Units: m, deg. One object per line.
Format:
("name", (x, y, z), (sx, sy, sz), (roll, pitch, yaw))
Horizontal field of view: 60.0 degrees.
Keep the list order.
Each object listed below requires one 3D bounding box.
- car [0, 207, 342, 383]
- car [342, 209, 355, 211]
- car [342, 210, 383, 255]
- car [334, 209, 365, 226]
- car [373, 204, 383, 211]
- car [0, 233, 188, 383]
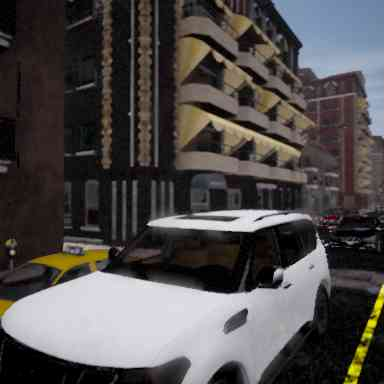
("car", (0.317, 1.313, 4.546), (2.150, 2.045, 5.566), (-1, -1, 34))
("car", (10.612, 1.928, 24.318), (1.967, 1.590, 4.097), (-1, -1, 34))
("car", (7.602, 1.809, 15.082), (1.837, 1.490, 4.892), (-1, -1, 35))
("car", (13.784, 2.165, 28.987), (1.802, 1.307, 4.206), (-1, -1, 34))
("car", (29.645, 2.616, 52.352), (2.008, 1.369, 4.403), (-1, -1, 34))
("car", (-2.173, 1.632, 5.485), (1.752, 1.417, 4.829), (-1, -1, 34))
